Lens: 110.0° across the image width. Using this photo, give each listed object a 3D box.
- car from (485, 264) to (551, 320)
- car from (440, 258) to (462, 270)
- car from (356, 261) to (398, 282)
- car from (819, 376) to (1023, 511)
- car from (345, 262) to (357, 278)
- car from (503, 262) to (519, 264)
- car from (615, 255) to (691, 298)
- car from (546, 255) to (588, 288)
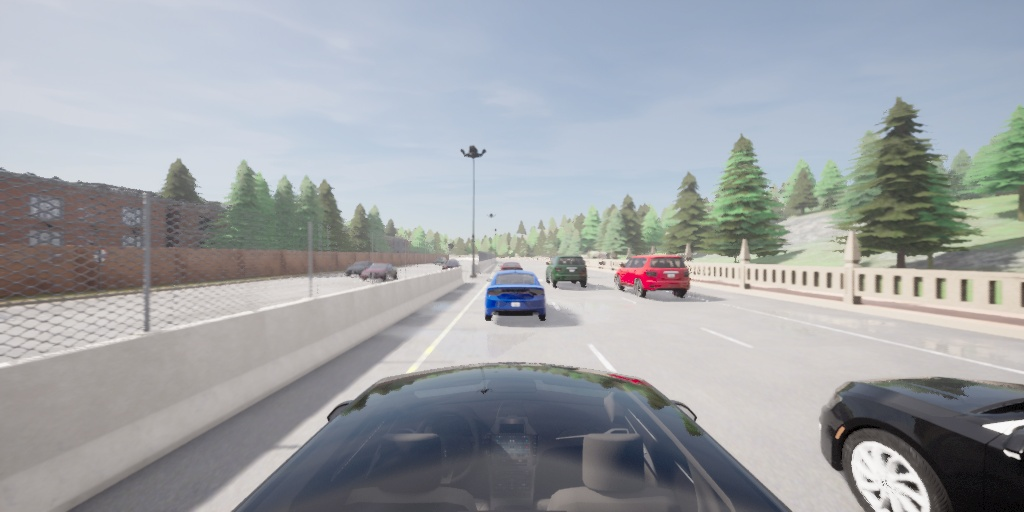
[{"bbox_3d":[0.113,1.230,12.679,1.882,1.535,5.008,0,0,0],"label":"car"},{"bbox_3d":[-7.686,1.325,46.505,1.994,1.385,4.181,0,0,-1],"label":"car"},{"bbox_3d":[-10.727,1.282,29.415,1.812,1.442,4.674,0,0,-1],"label":"car"},{"bbox_3d":[3.600,1.255,1.112,1.837,1.490,4.892,0,0,0],"label":"car"},{"bbox_3d":[-14.366,1.265,34.672,1.837,1.490,4.892,0,-1,-2],"label":"car"},{"bbox_3d":[-0.085,1.234,31.033,1.882,1.535,5.008,0,0,-1],"label":"car"},{"bbox_3d":[7.097,0.975,18.670,2.150,2.045,5.566,0,0,0],"label":"car"},{"bbox_3d":[3.559,0.976,24.119,2.150,2.045,5.566,0,0,-1],"label":"car"}]
